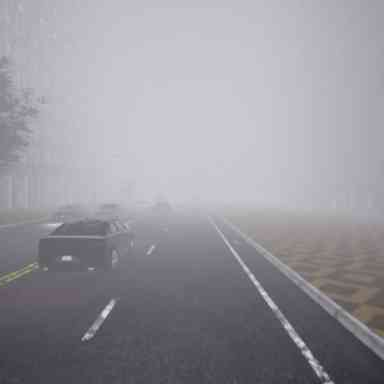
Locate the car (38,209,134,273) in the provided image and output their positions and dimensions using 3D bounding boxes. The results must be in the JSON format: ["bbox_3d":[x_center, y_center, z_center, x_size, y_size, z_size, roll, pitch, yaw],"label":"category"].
[{"bbox_3d":[-3.164,1.530,10.888,1.882,1.535,5.008,0,0,0],"label":"car"}]

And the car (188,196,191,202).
[{"bbox_3d":[-0.073,1.798,83.455,1.882,1.535,5.008,0,0,0],"label":"car"}]

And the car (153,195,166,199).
[{"bbox_3d":[-6.560,1.553,67.904,2.150,2.045,5.566,0,0,0],"label":"car"}]

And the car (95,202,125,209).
[{"bbox_3d":[-6.621,1.635,27.030,1.837,1.490,4.892,0,0,0],"label":"car"}]

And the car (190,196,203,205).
[{"bbox_3d":[1.081,1.837,64.128,1.812,1.442,4.674,0,0,0],"label":"car"}]

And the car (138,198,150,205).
[{"bbox_3d":[-9.811,1.923,67.902,1.895,1.301,4.718,0,0,0],"label":"car"}]

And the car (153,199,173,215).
[{"bbox_3d":[-3.183,1.742,36.729,1.994,1.385,4.181,0,0,0],"label":"car"}]

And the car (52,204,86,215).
[{"bbox_3d":[-9.871,1.695,27.285,1.994,1.385,4.181,0,0,0],"label":"car"}]
